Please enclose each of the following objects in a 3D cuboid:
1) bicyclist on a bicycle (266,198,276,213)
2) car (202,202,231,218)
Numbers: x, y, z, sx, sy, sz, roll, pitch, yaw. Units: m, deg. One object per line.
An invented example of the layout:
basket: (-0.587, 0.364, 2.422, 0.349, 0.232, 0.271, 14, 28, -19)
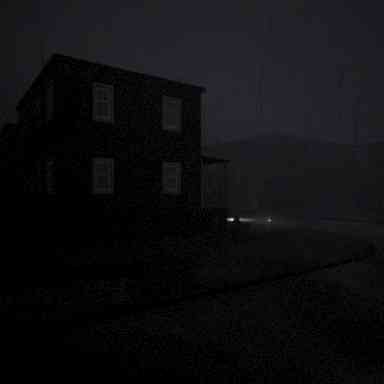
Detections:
bicyclist on a bicycle: (8.284, 1.343, 34.774, 1.656, 1.620, 0.582, 0, 0, -35)
car: (1.602, 1.559, 29.687, 1.994, 1.385, 4.181, 0, 0, -35)
